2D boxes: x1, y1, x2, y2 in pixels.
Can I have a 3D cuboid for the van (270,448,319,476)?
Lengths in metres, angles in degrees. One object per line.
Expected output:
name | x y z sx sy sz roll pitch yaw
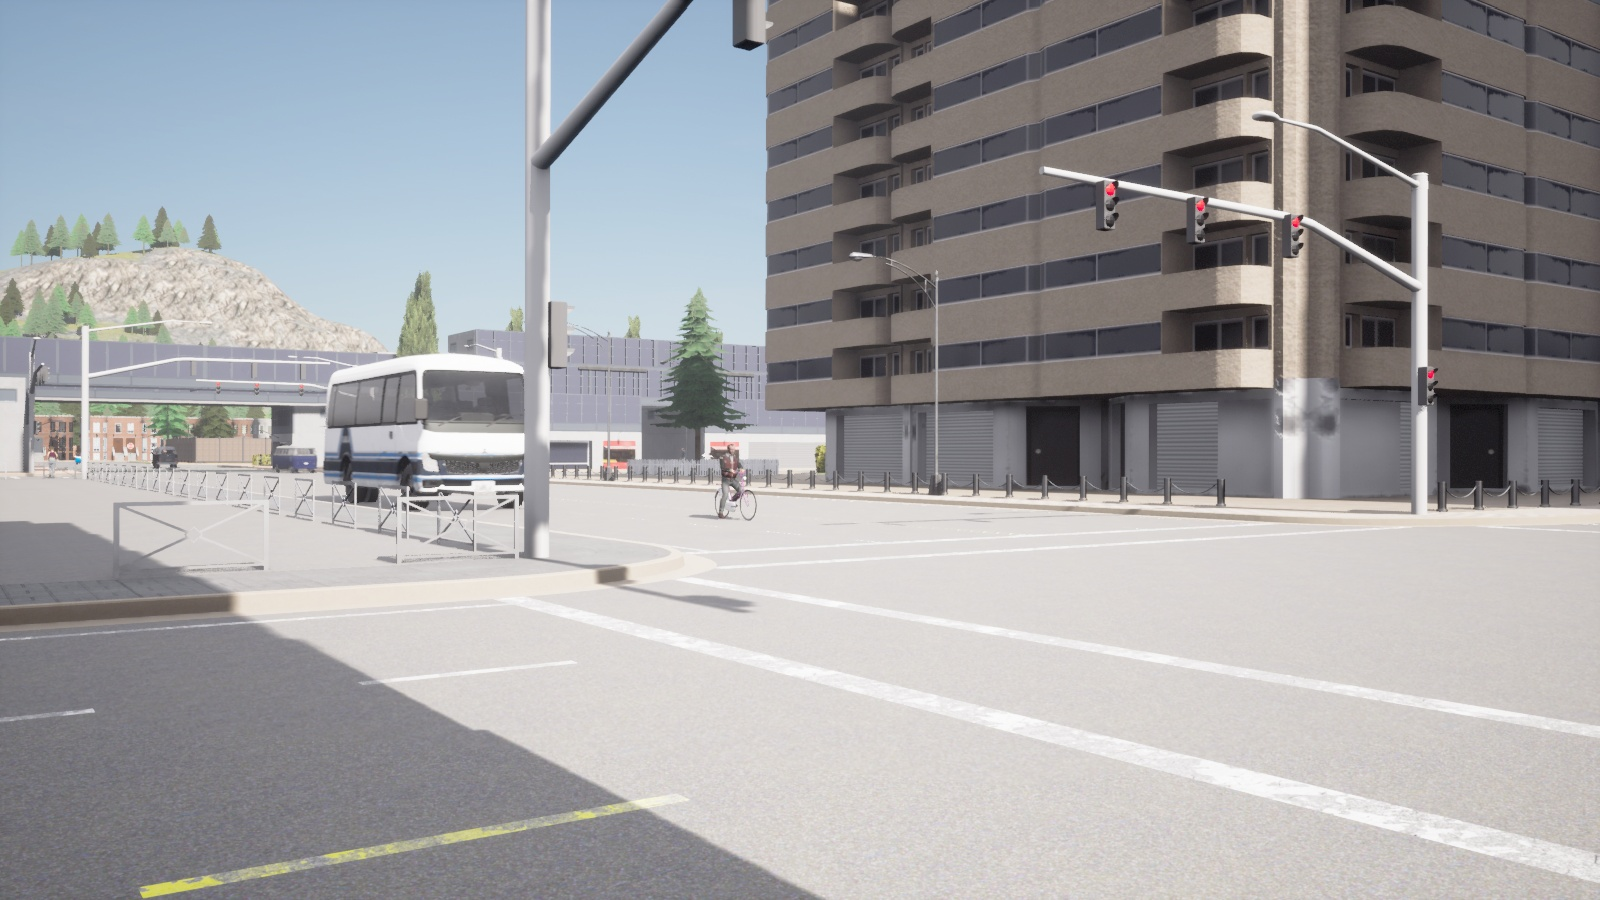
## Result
van | -36.914 0.855 91.619 1.775 1.987 4.442 0 0 -44

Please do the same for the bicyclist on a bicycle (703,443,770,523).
bicyclist on a bicycle | -1.488 0.745 29.055 0.659 1.776 1.843 0 0 -35

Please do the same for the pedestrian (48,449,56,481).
pedestrian | -43.368 0.851 72.802 0.345 1.836 0.594 0 0 -35

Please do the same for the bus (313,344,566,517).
bus | -10.717 -0.465 36.255 3.944 4.253 10.273 0 0 -35
